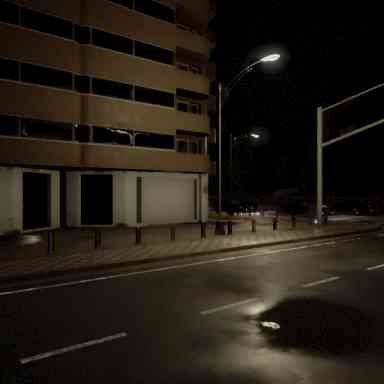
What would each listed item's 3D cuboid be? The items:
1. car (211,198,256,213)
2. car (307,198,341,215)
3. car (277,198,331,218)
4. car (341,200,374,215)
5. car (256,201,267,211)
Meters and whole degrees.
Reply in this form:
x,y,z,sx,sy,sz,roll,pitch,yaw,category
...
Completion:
x,y,z,sx,sy,sz,roll,pitch,yaw,category
4.419,1.603,38.666,2.033,1.411,5.357,0,0,-36,car
12.222,1.407,33.829,2.097,1.767,4.553,0,0,-36,car
10.042,1.581,30.897,1.812,1.442,4.674,0,0,-37,car
16.191,1.560,34.651,1.837,1.490,4.892,0,0,-36,car
6.979,1.560,41.103,1.837,1.490,4.892,0,0,-36,car
